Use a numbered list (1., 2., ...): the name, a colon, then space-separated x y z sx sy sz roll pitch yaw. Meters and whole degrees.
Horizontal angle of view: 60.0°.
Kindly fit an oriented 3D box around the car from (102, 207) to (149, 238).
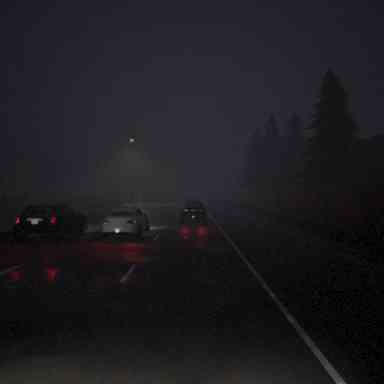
1. car: -3.396 1.517 17.436 1.812 1.442 4.674 0 0 0

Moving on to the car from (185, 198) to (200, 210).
1. car: 0.089 1.504 42.748 1.812 1.442 4.674 0 0 0

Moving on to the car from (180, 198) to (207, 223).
1. car: 0.105 1.478 25.191 2.128 1.511 4.902 0 0 0

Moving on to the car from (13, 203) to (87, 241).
1. car: -6.897 1.344 16.697 2.097 1.767 4.553 0 0 0
